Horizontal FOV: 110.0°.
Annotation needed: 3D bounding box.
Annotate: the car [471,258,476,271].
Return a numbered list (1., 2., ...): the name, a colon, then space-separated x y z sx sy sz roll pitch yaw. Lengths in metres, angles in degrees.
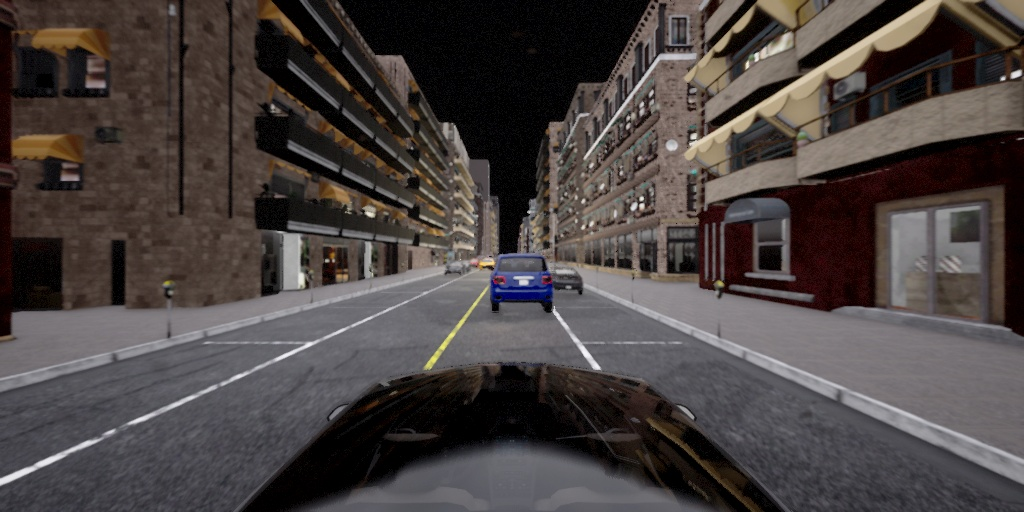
1. car: -5.689 1.173 41.736 2.007 1.370 4.403 0 0 0

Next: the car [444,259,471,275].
1. car: -5.689 1.191 36.099 2.007 1.370 4.403 0 0 0

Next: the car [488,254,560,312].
1. car: 0.240 0.933 14.148 2.150 2.045 5.566 0 0 -3

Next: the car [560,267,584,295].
1. car: 2.691 1.246 19.186 2.007 1.370 4.403 0 0 0

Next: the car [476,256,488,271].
1. car: -3.052 1.090 44.962 1.882 1.535 5.008 0 0 0
